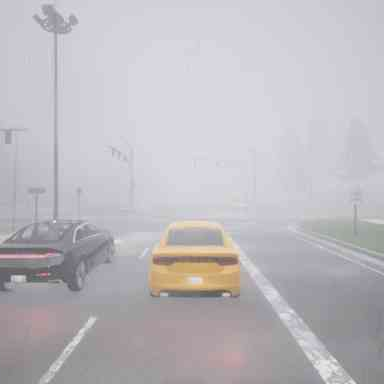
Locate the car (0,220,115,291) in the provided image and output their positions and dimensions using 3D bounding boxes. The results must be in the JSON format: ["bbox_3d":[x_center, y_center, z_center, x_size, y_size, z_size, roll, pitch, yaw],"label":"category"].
[{"bbox_3d":[-3.420,1.491,8.962,2.128,1.511,4.902,0,0,0],"label":"car"}]

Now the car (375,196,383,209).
[{"bbox_3d":[24.817,1.489,39.156,4.902,1.511,2.128,0,0,0],"label":"car"}]

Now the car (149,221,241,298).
[{"bbox_3d":[0.072,1.477,8.578,1.882,1.535,5.008,0,0,0],"label":"car"}]
